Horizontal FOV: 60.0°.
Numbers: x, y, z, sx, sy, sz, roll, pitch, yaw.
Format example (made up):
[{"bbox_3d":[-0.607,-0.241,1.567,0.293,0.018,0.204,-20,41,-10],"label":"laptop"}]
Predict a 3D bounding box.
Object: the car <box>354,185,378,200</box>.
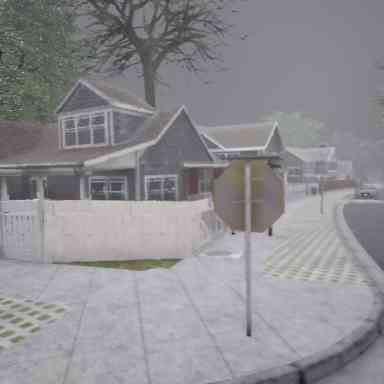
[{"bbox_3d":[17.213,0.001,32.828,1.994,1.385,4.181,1,3,30],"label":"car"}]
